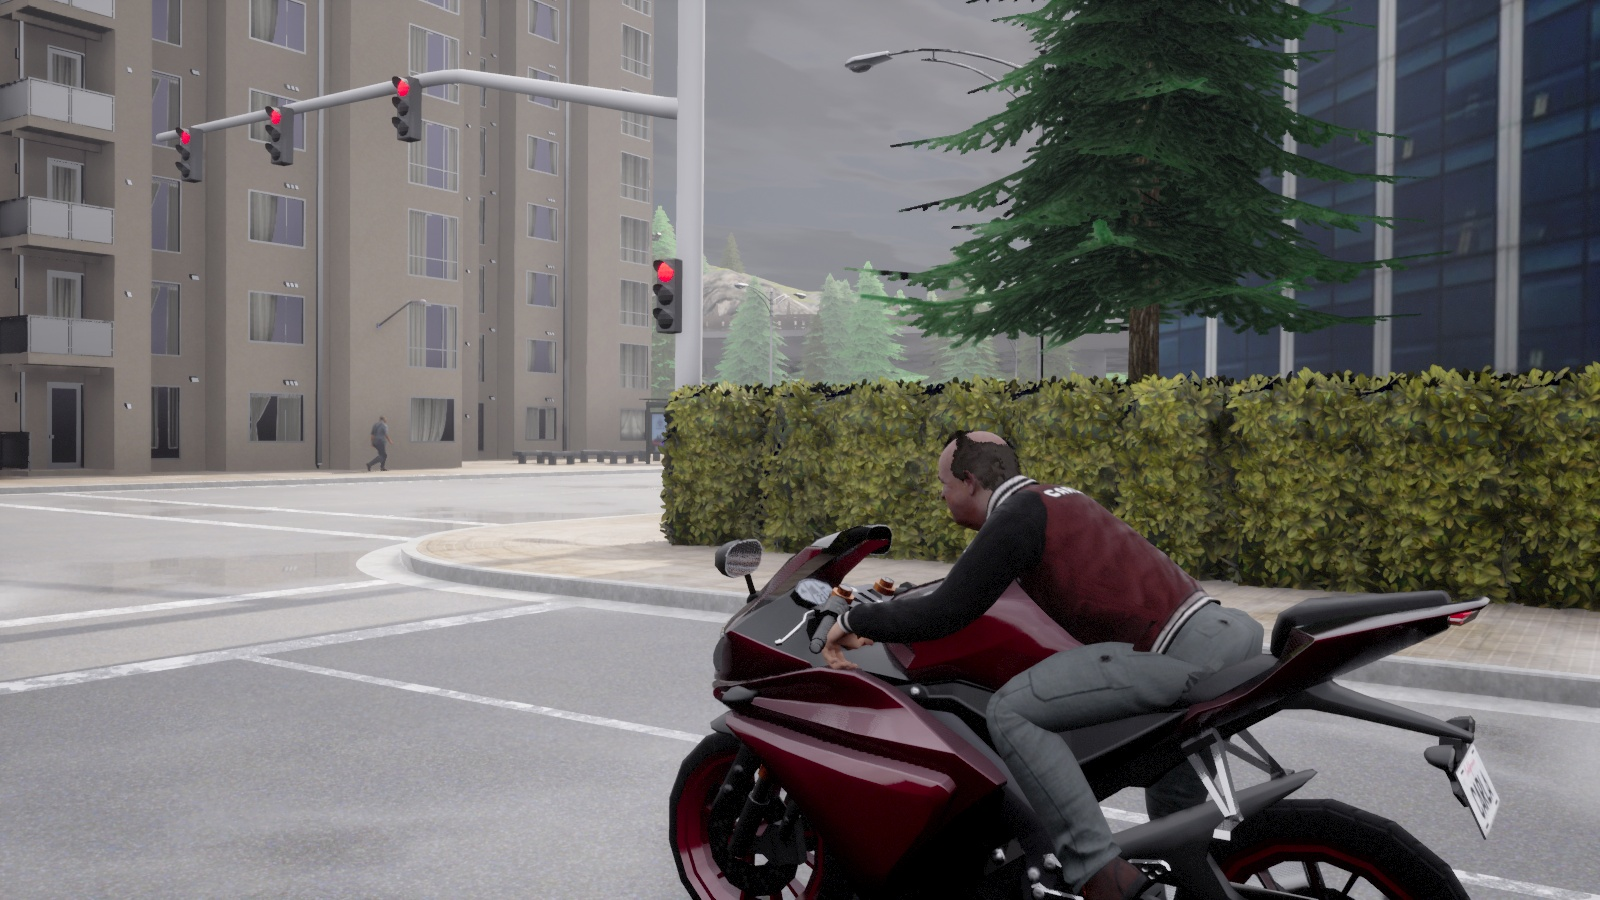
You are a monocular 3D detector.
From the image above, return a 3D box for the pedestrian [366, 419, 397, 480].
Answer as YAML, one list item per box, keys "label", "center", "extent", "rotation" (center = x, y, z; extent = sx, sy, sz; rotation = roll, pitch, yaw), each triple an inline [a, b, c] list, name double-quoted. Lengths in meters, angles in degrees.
- label: "pedestrian"
  center: [-12.782, -0.018, 38.335]
  extent: [0.540, 1.848, 0.694]
  rotation: [0, 1, 41]

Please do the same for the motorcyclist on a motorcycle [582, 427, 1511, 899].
- label: "motorcyclist on a motorcycle"
  center: [0.552, 0.717, 3.257]
  extent: [2.191, 1.530, 0.866]
  rotation: [0, 1, 34]
